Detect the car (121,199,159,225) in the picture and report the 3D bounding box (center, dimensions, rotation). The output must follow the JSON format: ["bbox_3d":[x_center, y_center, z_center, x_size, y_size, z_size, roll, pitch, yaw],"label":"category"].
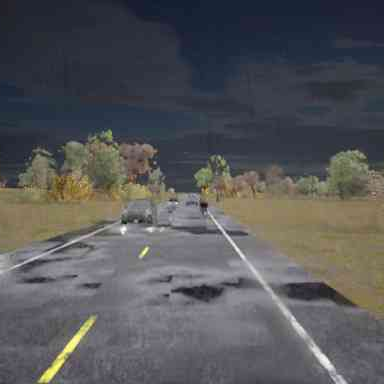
[{"bbox_3d":[-3.600,1.286,23.613,2.097,1.767,4.553,0,0,0],"label":"car"}]

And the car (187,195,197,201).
[{"bbox_3d":[-0.005,1.330,74.880,2.033,1.411,5.357,0,0,0],"label":"car"}]

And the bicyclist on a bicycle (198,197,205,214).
[{"bbox_3d":[0.960,1.359,33.929,0.582,1.620,1.656,0,0,0],"label":"bicyclist on a bicycle"}]

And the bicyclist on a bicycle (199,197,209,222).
[{"bbox_3d":[0.961,1.302,24.522,0.659,1.776,1.843,0,0,0],"label":"bicyclist on a bicycle"}]

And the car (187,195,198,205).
[{"bbox_3d":[0.052,1.397,53.639,2.033,1.411,5.357,0,0,0],"label":"car"}]

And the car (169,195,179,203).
[{"bbox_3d":[-3.513,1.363,64.837,2.033,1.411,5.357,0,0,0],"label":"car"}]
